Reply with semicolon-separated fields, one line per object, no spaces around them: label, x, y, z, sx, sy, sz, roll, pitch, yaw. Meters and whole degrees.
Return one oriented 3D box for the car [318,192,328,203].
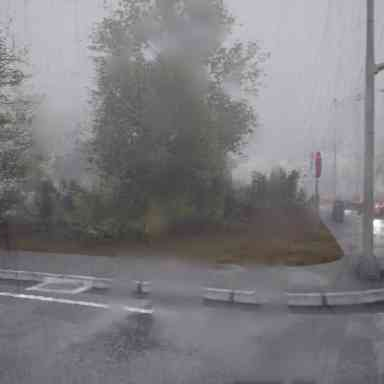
car;20.680;0.785;52.212;2.097;1.767;4.553;0;0;-5

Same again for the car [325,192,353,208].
car;15.917;1.047;34.820;2.033;1.411;5.357;0;0;10

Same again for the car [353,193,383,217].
car;13.729;0.892;24.425;2.097;1.767;4.553;0;0;14

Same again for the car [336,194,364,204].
car;24.197;1.023;51.097;1.895;1.301;4.718;0;0;-2
